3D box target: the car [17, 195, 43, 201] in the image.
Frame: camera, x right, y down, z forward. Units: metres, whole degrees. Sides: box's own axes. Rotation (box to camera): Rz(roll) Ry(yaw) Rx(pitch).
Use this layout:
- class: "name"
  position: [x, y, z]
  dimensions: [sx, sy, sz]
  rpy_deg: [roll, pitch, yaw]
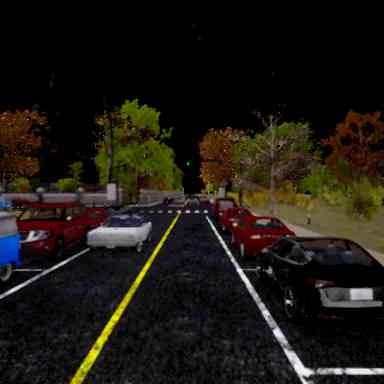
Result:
- class: "car"
  position: [-25.664, 1.431, 51.959]
  dimensions: [5.009, 1.841, 2.192]
  rpy_deg: [0, 1, -1]

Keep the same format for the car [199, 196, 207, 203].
- class: "car"
  position: [2.571, 1.734, 78.668]
  dimensions: [1.887, 1.381, 4.507]
  rpy_deg: [-1, 0, 0]

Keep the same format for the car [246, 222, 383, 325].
- class: "car"
  position: [2.558, 1.582, 7.095]
  dimensions: [1.947, 1.339, 4.313]
  rpy_deg: [-1, 0, 0]

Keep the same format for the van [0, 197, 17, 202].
- class: "van"
  position: [-25.815, 1.543, 43.786]
  dimensions: [3.998, 1.788, 1.690]
  rpy_deg: [0, 1, -1]

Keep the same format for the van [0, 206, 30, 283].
- class: "van"
  position: [-5.325, 1.356, 7.056]
  dimensions: [1.690, 1.788, 3.998]
  rpy_deg: [-1, 0, 0]

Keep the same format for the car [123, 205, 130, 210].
- class: "car"
  position: [-5.392, 1.620, 23.694]
  dimensions: [1.947, 1.339, 4.313]
  rpy_deg: [-1, 0, 0]

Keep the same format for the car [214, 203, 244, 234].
- class: "car"
  position: [2.575, 1.589, 19.396]
  dimensions: [1.887, 1.381, 4.507]
  rpy_deg: [-1, 0, 0]

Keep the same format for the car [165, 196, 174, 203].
- class: "car"
  position: [-5.309, 1.755, 78.672]
  dimensions: [1.947, 1.339, 4.313]
  rpy_deg: [-1, 0, 0]

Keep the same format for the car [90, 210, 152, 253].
- class: "car"
  position: [-2.846, 1.632, 13.915]
  dimensions: [1.895, 1.301, 4.718]
  rpy_deg: [0, 0, 0]

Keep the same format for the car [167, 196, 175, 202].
- class: "car"
  position: [-5.308, 1.769, 84.361]
  dimensions: [1.947, 1.339, 4.313]
  rpy_deg: [-1, 0, 0]

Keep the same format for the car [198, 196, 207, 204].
- class: "car"
  position: [2.623, 1.608, 69.968]
  dimensions: [1.967, 1.590, 4.097]
  rpy_deg: [-1, 0, 0]

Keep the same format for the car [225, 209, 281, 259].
- class: "car"
  position: [2.559, 1.573, 12.636]
  dimensions: [1.887, 1.381, 4.507]
  rpy_deg: [-1, 0, 0]

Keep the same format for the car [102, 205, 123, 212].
- class: "car"
  position: [-5.321, 1.586, 18.151]
  dimensions: [1.887, 1.381, 4.507]
  rpy_deg: [-1, 0, 0]

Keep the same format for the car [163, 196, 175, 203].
- class: "car"
  position: [-5.312, 1.741, 72.985]
  dimensions: [1.947, 1.339, 4.313]
  rpy_deg: [-1, 0, 0]

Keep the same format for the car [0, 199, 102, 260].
- class: "car"
  position: [-5.324, 1.343, 12.603]
  dimensions: [2.192, 1.841, 5.009]
  rpy_deg: [-1, 0, 0]

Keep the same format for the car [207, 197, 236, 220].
- class: "car"
  position: [2.688, 1.381, 28.033]
  dimensions: [2.192, 1.841, 5.009]
  rpy_deg: [-1, 0, 0]
